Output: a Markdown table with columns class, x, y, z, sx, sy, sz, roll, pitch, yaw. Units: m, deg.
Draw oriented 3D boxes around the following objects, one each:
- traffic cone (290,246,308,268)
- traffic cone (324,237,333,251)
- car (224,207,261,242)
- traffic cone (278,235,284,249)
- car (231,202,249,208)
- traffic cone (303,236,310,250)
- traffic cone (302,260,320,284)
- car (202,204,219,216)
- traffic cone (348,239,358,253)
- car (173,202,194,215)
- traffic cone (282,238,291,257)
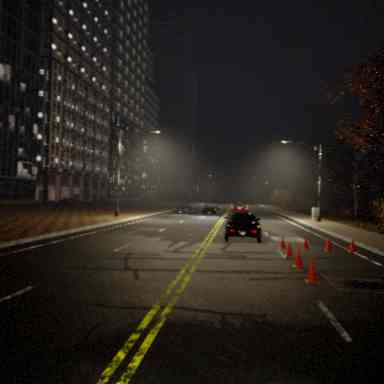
| class | x | y | z | sx | sy | sz | roll | pitch | yaw |
| --- | --- | --- | --- | --- | --- | --- | --- | --- | --- |
| traffic cone | 3.559 | 2.189 | 11.076 | 0.340 | 0.580 | 0.340 | 2 | -1 | 8 |
| traffic cone | 6.080 | 2.311 | 14.768 | 0.340 | 0.580 | 0.340 | 2 | -1 | 8 |
| car | 2.758 | 1.806 | 18.180 | 1.812 | 1.442 | 4.674 | 2 | -1 | 8 |
| traffic cone | 4.100 | 2.248 | 15.039 | 0.340 | 0.580 | 0.340 | 2 | -1 | 8 |
| car | 5.854 | 1.973 | 40.832 | 2.097 | 1.767 | 4.553 | 2 | -1 | 8 |
| traffic cone | 5.090 | 2.280 | 14.903 | 0.340 | 0.580 | 0.340 | 2 | -1 | 8 |
| traffic cone | 3.288 | 2.160 | 9.095 | 0.340 | 0.580 | 0.340 | 2 | -1 | 8 |
| car | 2.289 | 2.097 | 40.256 | 1.895 | 1.301 | 4.718 | 2 | -1 | 8 |
| traffic cone | 7.071 | 2.343 | 14.632 | 0.340 | 0.580 | 0.340 | 2 | -1 | 8 |
| car | -0.935 | 1.940 | 40.638 | 2.033 | 1.411 | 5.357 | 2 | -1 | 8 |
| traffic cone | 3.829 | 2.218 | 13.058 | 0.340 | 0.580 | 0.340 | 2 | -1 | 8 |
